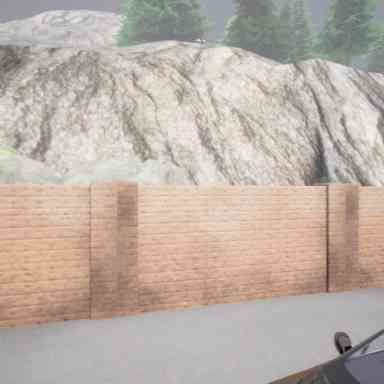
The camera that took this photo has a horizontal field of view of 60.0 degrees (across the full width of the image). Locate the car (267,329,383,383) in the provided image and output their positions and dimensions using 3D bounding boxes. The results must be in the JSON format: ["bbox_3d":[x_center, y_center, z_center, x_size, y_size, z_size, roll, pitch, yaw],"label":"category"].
[{"bbox_3d":[2.148,1.492,1.920,4.902,1.511,2.128,0,0,-18],"label":"car"}]
